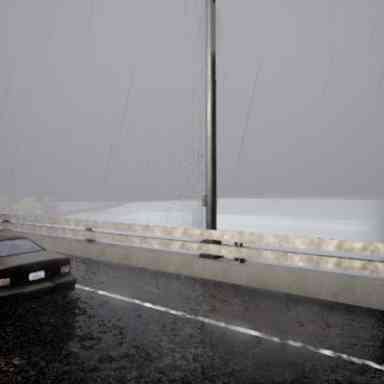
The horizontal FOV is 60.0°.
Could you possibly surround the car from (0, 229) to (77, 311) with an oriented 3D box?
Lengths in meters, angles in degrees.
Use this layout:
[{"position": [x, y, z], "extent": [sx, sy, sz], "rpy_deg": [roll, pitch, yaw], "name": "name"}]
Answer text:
[{"position": [-4.852, 1.566, 7.478], "extent": [5.357, 1.411, 2.033], "rpy_deg": [0, 0, 36], "name": "car"}]
